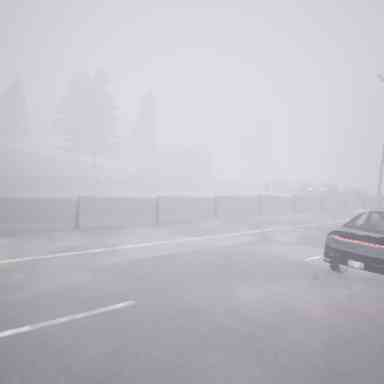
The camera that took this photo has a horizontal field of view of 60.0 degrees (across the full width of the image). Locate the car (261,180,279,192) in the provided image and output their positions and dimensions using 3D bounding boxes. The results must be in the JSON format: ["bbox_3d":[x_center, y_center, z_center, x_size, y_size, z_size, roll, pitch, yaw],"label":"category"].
[{"bbox_3d":[11.585,-0.906,45.980,4.553,1.767,2.097,0,5,-40],"label":"car"}]

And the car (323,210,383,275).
[{"bbox_3d":[5.120,1.227,8.185,4.902,1.511,2.128,0,5,-40],"label":"car"}]

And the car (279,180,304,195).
[{"bbox_3d":[13.958,-0.621,43.424,4.553,1.767,2.097,0,5,-40],"label":"car"}]

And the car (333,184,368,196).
[{"bbox_3d":[18.499,0.122,38.151,4.674,1.442,1.812,0,4,-40],"label":"car"}]

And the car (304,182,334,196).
[{"bbox_3d":[16.267,-0.336,40.810,4.553,1.767,2.097,0,5,-40],"label":"car"}]
